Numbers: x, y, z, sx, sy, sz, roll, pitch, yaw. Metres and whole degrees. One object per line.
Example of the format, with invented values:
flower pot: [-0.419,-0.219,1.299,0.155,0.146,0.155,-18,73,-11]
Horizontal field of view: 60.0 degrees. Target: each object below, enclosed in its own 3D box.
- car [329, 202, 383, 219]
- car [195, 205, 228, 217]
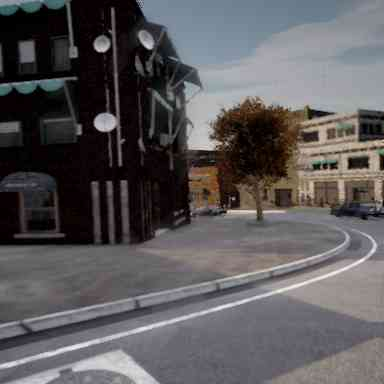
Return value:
car: [14.809,1.599,30.001,2.033,1.411,5.357,-3,-1,-14]
car: [2.382,2.506,44.133,2.033,1.411,5.357,-4,0,-35]
